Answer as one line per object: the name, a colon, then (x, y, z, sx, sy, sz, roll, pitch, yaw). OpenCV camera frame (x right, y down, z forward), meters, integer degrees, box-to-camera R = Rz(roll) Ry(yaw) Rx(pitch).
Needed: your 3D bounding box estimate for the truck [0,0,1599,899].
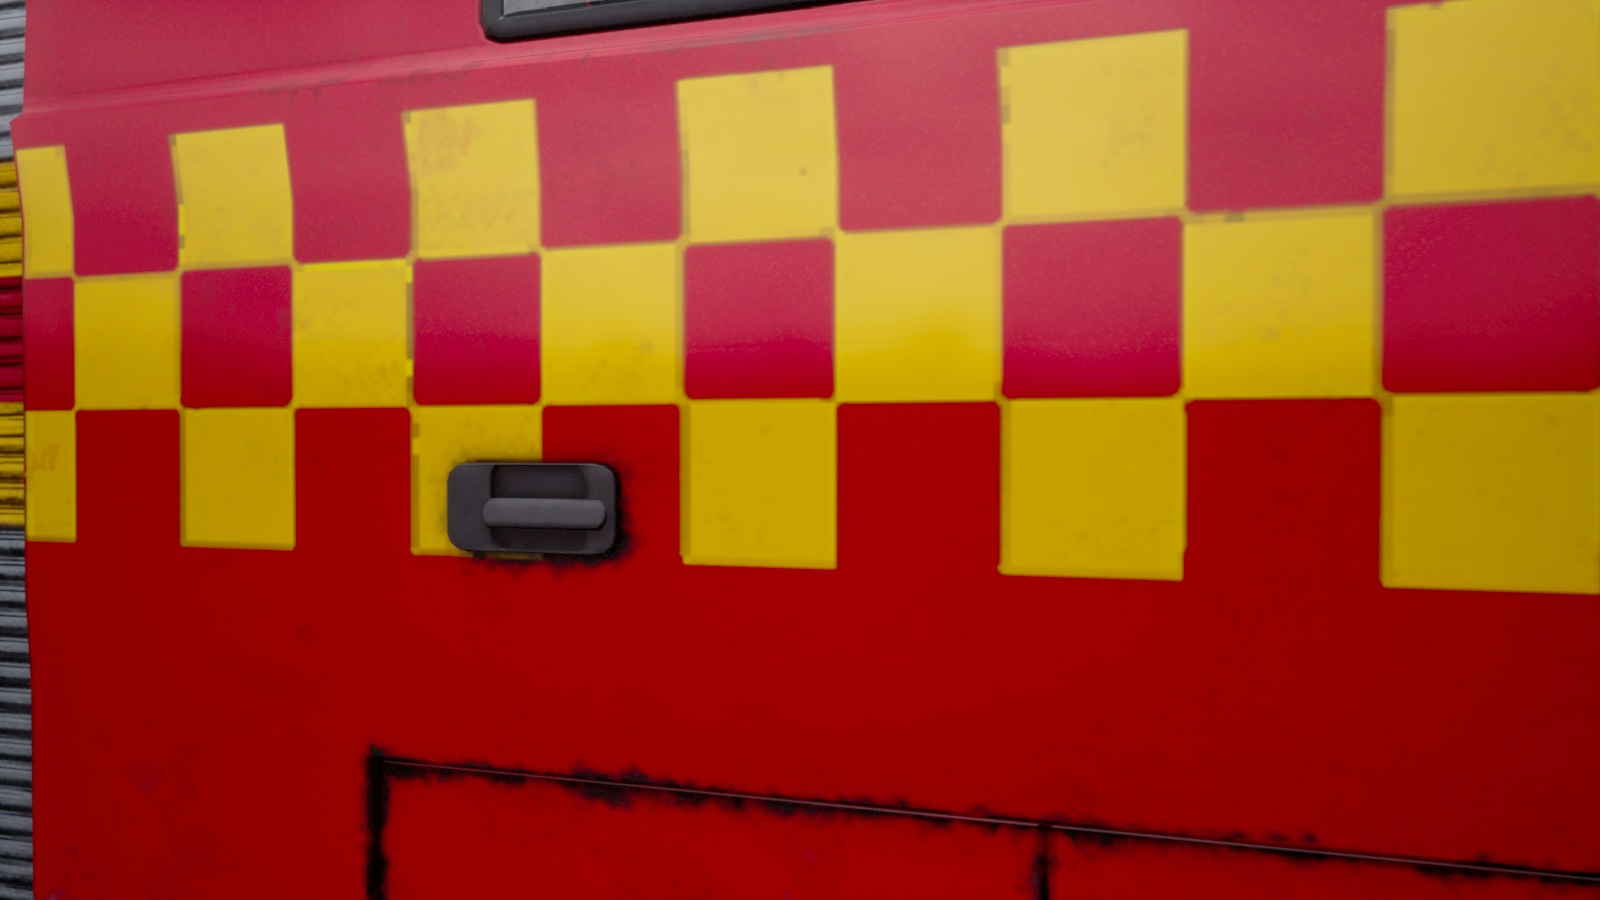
truck: (0.103, -0.388, 3.138, 8.468, 3.827, 2.891, 1, 1, 19)
